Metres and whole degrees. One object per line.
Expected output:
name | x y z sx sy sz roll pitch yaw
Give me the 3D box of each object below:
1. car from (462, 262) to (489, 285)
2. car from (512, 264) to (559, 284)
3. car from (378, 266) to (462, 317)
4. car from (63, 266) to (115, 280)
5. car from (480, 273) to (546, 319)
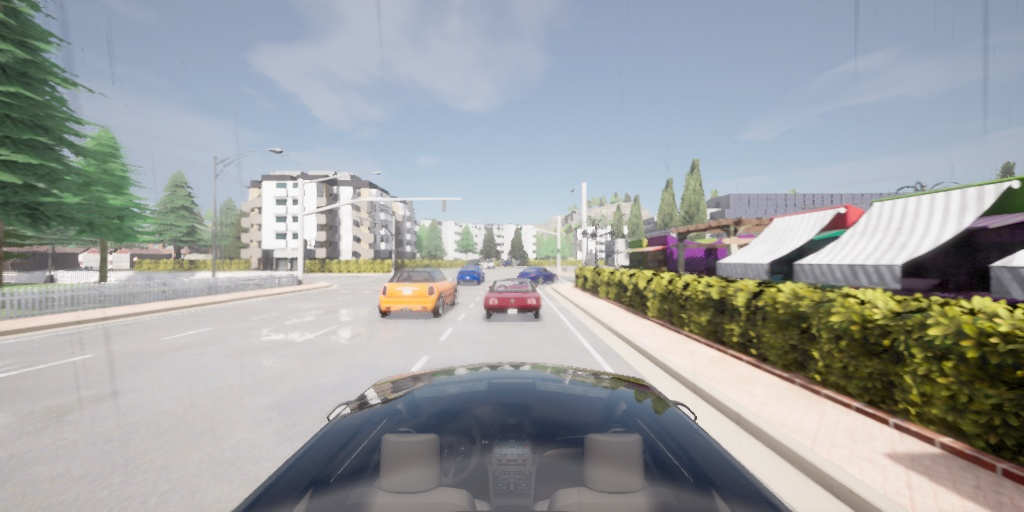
car | -3.369 1.560 30.317 1.882 1.535 5.008 0 0 1
car | 2.144 1.595 29.226 1.812 1.442 4.674 -1 -1 31
car | -3.453 1.245 14.029 2.097 1.767 4.553 0 -1 1
car | -43.347 1.728 36.886 4.181 1.385 1.994 0 -1 2
car | 0.041 1.488 13.505 1.895 1.301 4.718 0 -1 1
